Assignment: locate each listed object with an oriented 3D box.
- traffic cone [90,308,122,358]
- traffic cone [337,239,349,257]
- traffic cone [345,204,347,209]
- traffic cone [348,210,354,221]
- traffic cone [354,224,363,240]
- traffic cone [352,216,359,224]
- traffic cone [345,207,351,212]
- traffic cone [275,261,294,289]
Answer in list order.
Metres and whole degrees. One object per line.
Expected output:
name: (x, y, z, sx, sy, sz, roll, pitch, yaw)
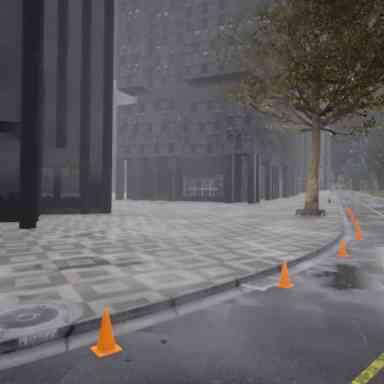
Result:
traffic cone: (-1.220, 1.952, 4.732, 0.340, 0.580, 0.340, 0, 0, -39)
traffic cone: (5.196, 1.915, 11.456, 0.340, 0.580, 0.340, 0, 0, 36)
traffic cone: (15.674, 1.754, 33.408, 0.340, 0.580, 0.340, 0, 1, 23)
traffic cone: (11.732, 1.834, 24.217, 0.340, 0.580, 0.340, 0, 1, 23)
traffic cone: (7.719, 1.894, 15.370, 0.340, 0.580, 0.340, 0, 0, 29)
traffic cone: (9.760, 1.867, 19.622, 0.340, 0.580, 0.340, 0, 1, 23)
traffic cone: (13.703, 1.799, 28.813, 0.340, 0.580, 0.340, 0, 1, 23)
traffic cone: (2.200, 1.934, 7.892, 0.340, 0.580, 0.340, 0, 0, 44)
